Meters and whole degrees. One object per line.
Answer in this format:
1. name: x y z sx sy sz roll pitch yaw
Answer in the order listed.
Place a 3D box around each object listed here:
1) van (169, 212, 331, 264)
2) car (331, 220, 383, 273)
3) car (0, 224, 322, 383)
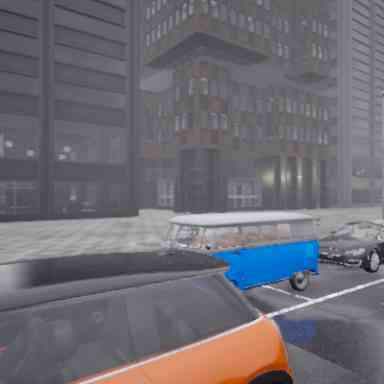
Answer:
1. van: 1.126 1.363 7.454 3.998 1.788 1.690 0 0 -35
2. car: 5.718 1.598 10.726 4.403 1.369 2.008 0 0 -35
3. car: -1.362 1.353 2.406 4.553 1.767 2.097 0 0 -35
